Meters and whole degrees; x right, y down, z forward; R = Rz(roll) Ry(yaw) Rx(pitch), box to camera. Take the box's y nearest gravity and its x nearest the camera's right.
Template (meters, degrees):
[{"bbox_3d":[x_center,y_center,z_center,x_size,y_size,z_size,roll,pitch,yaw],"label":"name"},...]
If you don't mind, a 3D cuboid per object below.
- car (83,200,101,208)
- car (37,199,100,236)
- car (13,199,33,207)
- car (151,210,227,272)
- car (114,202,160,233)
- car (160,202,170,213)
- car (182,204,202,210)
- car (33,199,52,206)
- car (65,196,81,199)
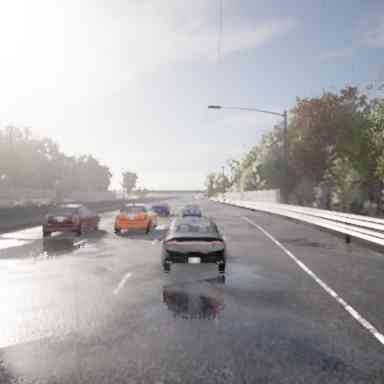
[{"bbox_3d":[-17.775,2.119,59.136,1.994,1.385,4.181,0,-1,0],"label":"car"},{"bbox_3d":[-6.970,1.526,19.658,2.097,1.767,4.553,0,0,-1],"label":"car"},{"bbox_3d":[-28.261,2.032,56.357,1.837,1.490,4.892,0,0,0],"label":"car"},{"bbox_3d":[0.057,1.588,11.126,2.128,1.511,4.902,0,0,0],"label":"car"},{"bbox_3d":[-3.479,1.539,21.233,2.097,1.767,4.553,0,0,0],"label":"car"},{"bbox_3d":[-3.542,1.819,37.761,1.882,1.535,5.008,0,-1,0],"label":"car"},{"bbox_3d":[-0.021,1.838,32.556,2.033,1.411,5.357,0,-1,0],"label":"car"},{"bbox_3d":[-24.773,2.040,57.109,1.837,1.490,4.892,0,-1,0],"label":"car"},{"bbox_3d":[-21.270,1.773,58.892,2.150,2.045,5.566,0,0,0],"label":"car"}]
